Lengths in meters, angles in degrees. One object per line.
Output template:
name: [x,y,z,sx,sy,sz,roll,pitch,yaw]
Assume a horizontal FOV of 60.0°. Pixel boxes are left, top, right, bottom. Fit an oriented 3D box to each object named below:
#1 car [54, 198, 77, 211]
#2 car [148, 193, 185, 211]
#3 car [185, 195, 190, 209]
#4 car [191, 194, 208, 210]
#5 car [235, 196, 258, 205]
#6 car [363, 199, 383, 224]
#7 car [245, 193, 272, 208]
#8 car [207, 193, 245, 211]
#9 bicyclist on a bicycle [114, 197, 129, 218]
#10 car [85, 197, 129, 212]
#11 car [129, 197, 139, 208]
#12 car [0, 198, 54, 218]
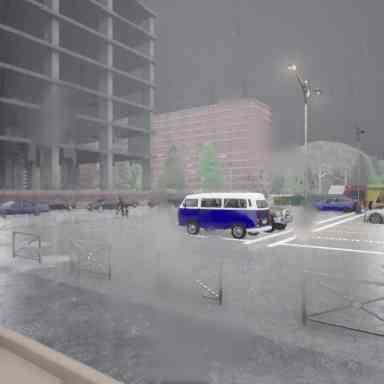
car: [-15.297,1.436,37.159,2.128,1.511,4.902,0,0,35]
car: [-3.841,1.166,47.305,2.150,2.045,5.566,0,0,35]
car: [-3.250,1.166,54.168,2.150,2.045,5.566,0,0,35]
car: [2.424,1.447,49.803,1.837,1.490,4.892,0,-1,35]
car: [10.018,1.436,60.591,2.128,1.511,4.902,0,0,35]
car: [13.270,1.395,21.463,3.806,1.475,1.970,0,0,36]
car: [11.046,1.436,56.138,2.128,1.511,4.902,0,0,35]
car: [4.944,1.166,47.411,2.150,2.045,5.566,0,0,36]
bicyclist on a bicycle: [-5.482,1.248,25.945,1.656,1.620,0.582,0,0,35]
car: [-10.015,1.449,38.577,1.837,1.490,4.892,0,0,35]
car: [-9.376,1.436,45.547,2.128,1.511,4.902,0,0,35]
car: [-15.837,1.492,30.320,2.033,1.411,5.357,0,0,35]
